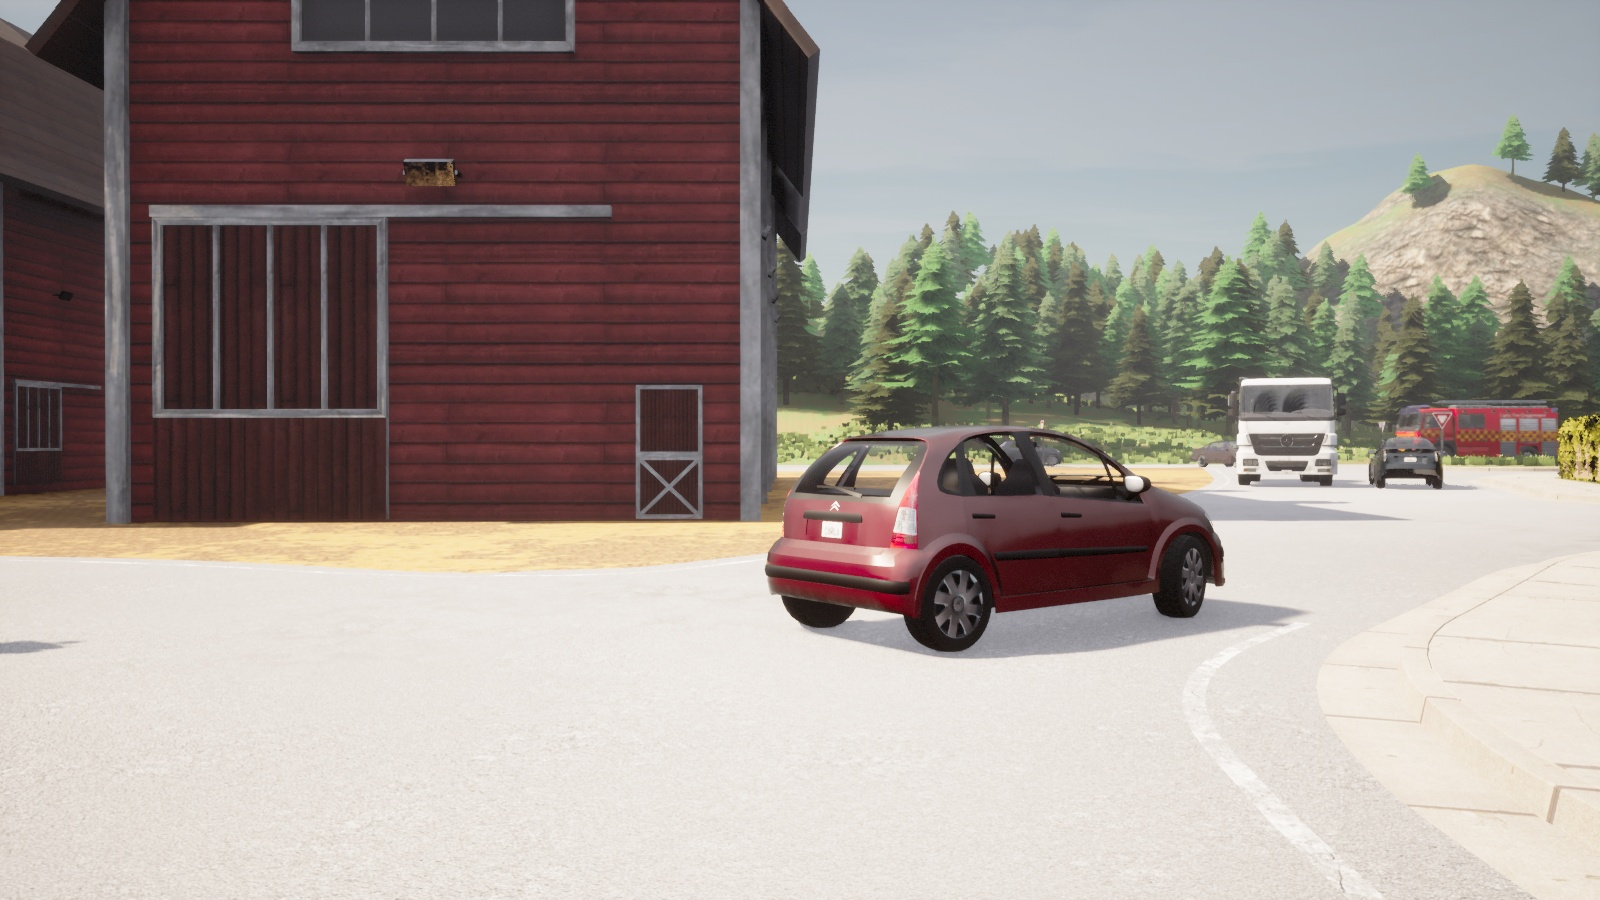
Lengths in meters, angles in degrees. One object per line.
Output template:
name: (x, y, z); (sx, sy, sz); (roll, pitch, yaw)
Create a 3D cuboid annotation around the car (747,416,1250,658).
car: (1.731, 0.563, 10.347); (3.988, 1.617, 1.851); (-1, 1, -37)

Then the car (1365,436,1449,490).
car: (18.534, 0.350, 38.490); (2.007, 1.525, 4.514); (0, 1, 22)

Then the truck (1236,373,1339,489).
truck: (15.992, -0.606, 41.614); (2.891, 3.462, 7.936); (0, 1, 19)

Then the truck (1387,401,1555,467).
truck: (39.840, -0.948, 74.730); (8.468, 3.827, 2.891); (0, 0, 0)

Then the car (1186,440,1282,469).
car: (22.248, 0.235, 64.656); (2.033, 1.411, 5.357); (0, 0, -15)
